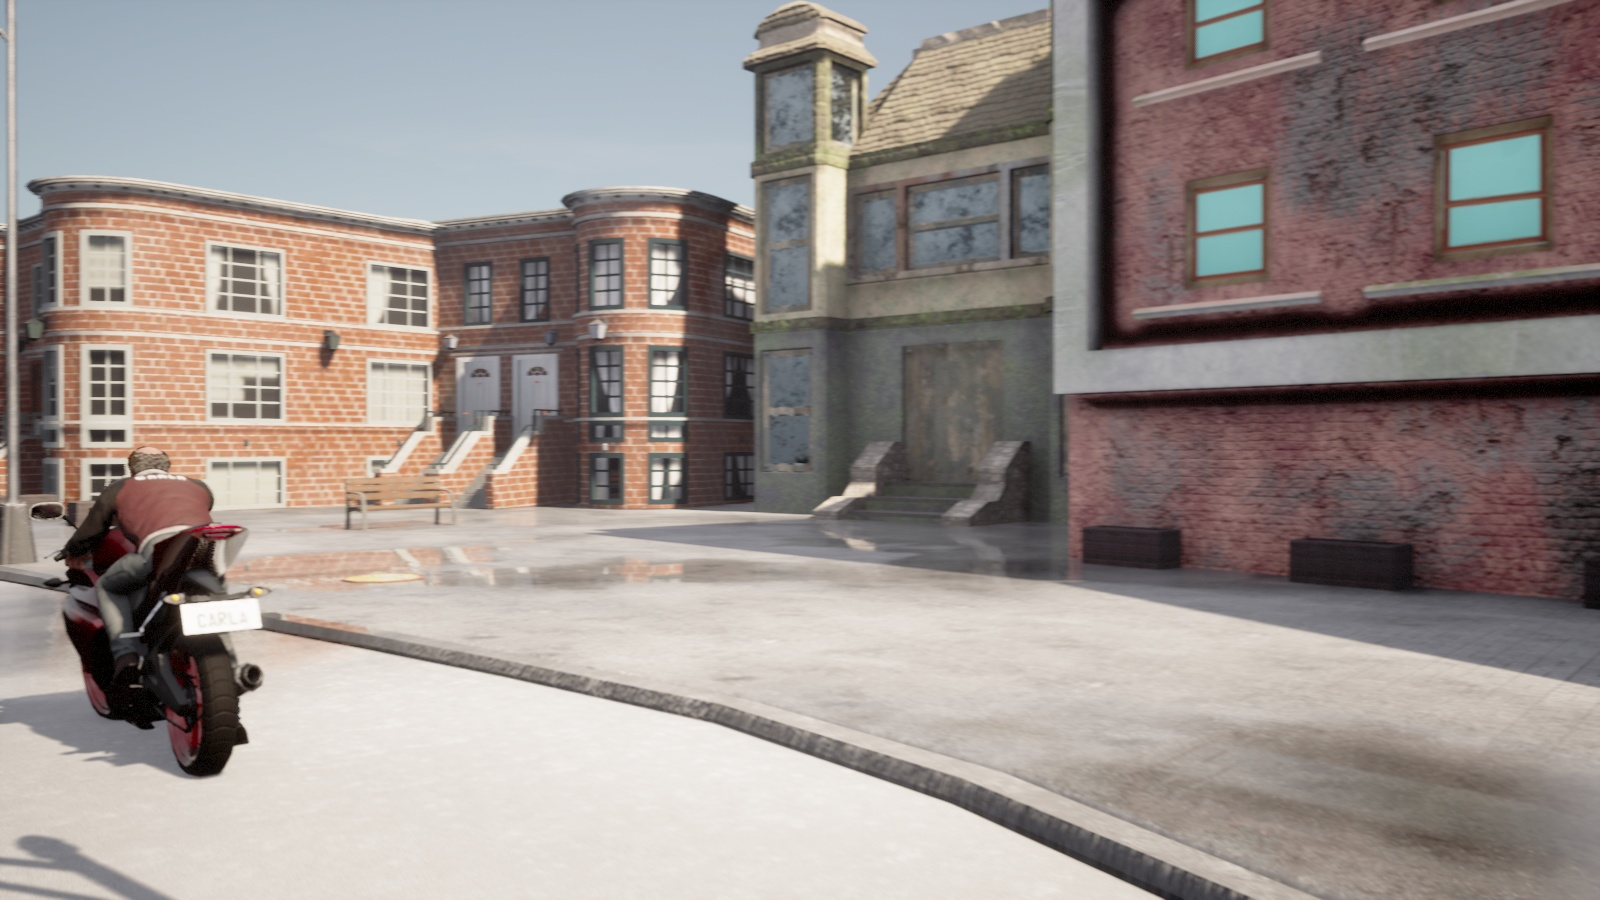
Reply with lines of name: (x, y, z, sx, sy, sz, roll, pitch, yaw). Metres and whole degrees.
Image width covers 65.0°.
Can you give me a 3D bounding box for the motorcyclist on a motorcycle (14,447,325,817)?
motorcyclist on a motorcycle: (-3.239, 0.755, 6.319, 0.866, 1.530, 2.191, 0, 0, -42)
